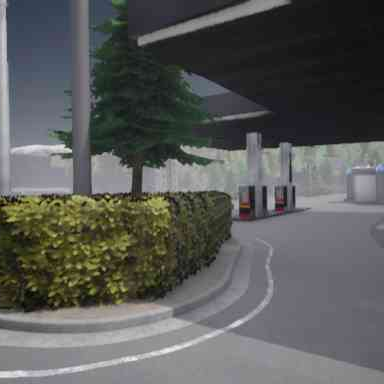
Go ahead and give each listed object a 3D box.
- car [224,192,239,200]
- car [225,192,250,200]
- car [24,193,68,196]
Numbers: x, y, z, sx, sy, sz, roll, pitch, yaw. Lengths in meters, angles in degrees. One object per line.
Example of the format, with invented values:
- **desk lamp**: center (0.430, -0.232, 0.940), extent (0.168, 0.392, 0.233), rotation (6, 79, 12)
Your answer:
- **car**: center (7.406, 0.815, 63.929), extent (5.027, 1.636, 2.152), rotation (-1, 0, 35)
- **car**: center (9.178, 0.778, 66.518), extent (4.514, 1.523, 2.007), rotation (-1, 0, 35)
- **car**: center (-14.794, 1.131, 33.600), extent (3.866, 1.878, 1.905), rotation (-1, 0, 35)
